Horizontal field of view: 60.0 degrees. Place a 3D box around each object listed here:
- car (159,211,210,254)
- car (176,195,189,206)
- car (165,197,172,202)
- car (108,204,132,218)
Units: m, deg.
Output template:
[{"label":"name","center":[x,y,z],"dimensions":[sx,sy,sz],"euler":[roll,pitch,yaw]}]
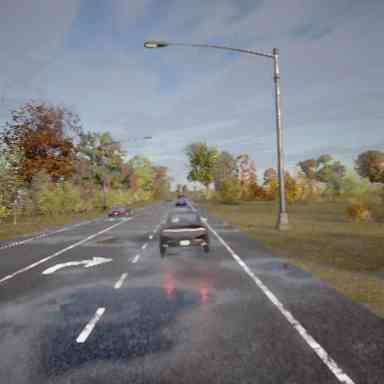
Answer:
[{"label":"car","center":[-0.347,1.572,14.028],"dimensions":[2.128,1.511,4.902],"euler":[-2,0,-2]},{"label":"car","center":[-2.037,1.892,62.651],"dimensions":[1.994,1.385,4.181],"euler":[-2,0,-2]},{"label":"car","center":[-6.673,2.148,95.166],"dimensions":[1.994,1.385,4.181],"euler":[-2,0,-2]},{"label":"car","center":[-7.951,2.060,36.927],"dimensions":[1.994,1.385,4.181],"euler":[-3,0,0]}]
